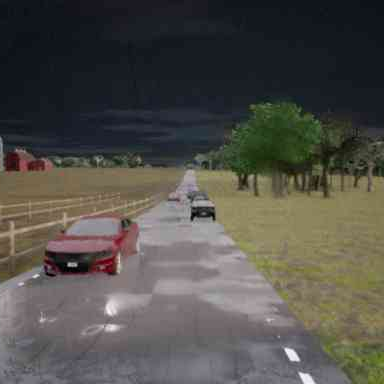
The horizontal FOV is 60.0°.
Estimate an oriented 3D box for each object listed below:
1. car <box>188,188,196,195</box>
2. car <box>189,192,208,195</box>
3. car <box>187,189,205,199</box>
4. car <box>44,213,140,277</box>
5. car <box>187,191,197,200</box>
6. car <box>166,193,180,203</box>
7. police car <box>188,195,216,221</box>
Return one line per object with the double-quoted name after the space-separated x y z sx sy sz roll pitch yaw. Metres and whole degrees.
0.001 -0.110 76.720 1.895 1.301 4.718 0 3 0 "car"
0.825 1.191 36.308 1.801 1.575 5.366 0 1 0 "car"
0.826 0.832 42.140 2.150 2.045 5.566 0 1 0 "car"
-2.849 1.457 10.432 1.882 1.535 5.008 0 0 0 "car"
0.001 0.617 61.463 1.895 1.301 4.718 0 2 0 "car"
-2.823 0.841 51.052 1.882 1.535 5.008 0 2 0 "car"
0.826 1.316 26.231 1.930 1.638 5.238 0 1 0 "police car"
